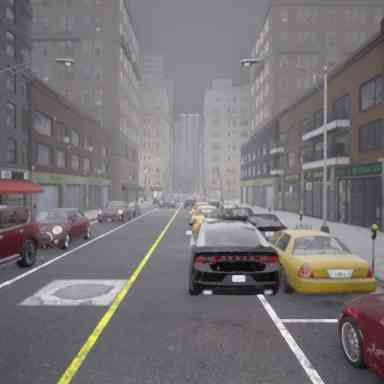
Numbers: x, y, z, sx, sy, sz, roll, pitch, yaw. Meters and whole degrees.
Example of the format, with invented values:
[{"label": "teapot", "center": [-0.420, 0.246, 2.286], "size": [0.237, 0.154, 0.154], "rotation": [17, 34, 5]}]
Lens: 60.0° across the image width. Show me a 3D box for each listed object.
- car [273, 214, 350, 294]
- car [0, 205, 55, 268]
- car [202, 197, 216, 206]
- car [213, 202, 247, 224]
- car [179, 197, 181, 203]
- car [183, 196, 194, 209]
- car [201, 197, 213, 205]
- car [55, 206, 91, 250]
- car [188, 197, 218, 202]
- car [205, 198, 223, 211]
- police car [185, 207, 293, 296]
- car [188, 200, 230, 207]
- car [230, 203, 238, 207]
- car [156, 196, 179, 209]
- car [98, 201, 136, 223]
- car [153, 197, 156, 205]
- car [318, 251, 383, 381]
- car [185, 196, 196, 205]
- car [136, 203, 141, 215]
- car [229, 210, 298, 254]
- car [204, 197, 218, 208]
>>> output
[{"label": "car", "center": [2.824, 1.521, 8.662], "size": [1.752, 1.417, 4.829], "rotation": [-1, 0, 0]}, {"label": "car", "center": [-5.711, 1.310, 8.456], "size": [2.192, 1.841, 5.009], "rotation": [-1, 0, 0]}, {"label": "car", "center": [2.648, 1.521, 53.178], "size": [1.947, 1.339, 4.313], "rotation": [-1, 0, 0]}, {"label": "car", "center": [2.759, 1.535, 25.249], "size": [2.008, 1.369, 4.403], "rotation": [-1, 0, 0]}, {"label": "car", "center": [-3.270, 1.504, 65.308], "size": [1.994, 1.385, 4.181], "rotation": [0, 0, 0]}, {"label": "car", "center": [-0.176, 1.470, 45.613], "size": [1.837, 1.490, 4.892], "rotation": [0, 0, 0]}, {"label": "car", "center": [2.626, 1.530, 58.764], "size": [1.802, 1.307, 4.206], "rotation": [-1, 0, 0]}, {"label": "car", "center": [-5.733, 1.432, 14.042], "size": [1.967, 1.590, 4.097], "rotation": [-1, 0, 0]}, {"label": "car", "center": [0.798, 1.440, 24.901], "size": [1.801, 1.575, 5.366], "rotation": [0, 0, 0]}, {"label": "car", "center": [2.692, 1.520, 42.006], "size": [2.008, 1.369, 4.403], "rotation": [-1, 0, 0]}, {"label": "police car", "center": [0.866, 1.421, 8.820], "size": [1.930, 1.638, 5.238], "rotation": [0, 0, 0]}, {"label": "car", "center": [0.824, 1.444, 18.900], "size": [1.801, 1.575, 5.366], "rotation": [0, 0, 0]}, {"label": "car", "center": [2.781, 1.554, 19.663], "size": [1.947, 1.339, 4.313], "rotation": [-1, 0, 0]}, {"label": "car", "center": [-3.268, 1.318, 44.617], "size": [2.097, 1.767, 4.553], "rotation": [0, 0, 0]}, {"label": "car", "center": [-5.780, 1.424, 25.213], "size": [1.967, 1.590, 4.097], "rotation": [-1, 0, 0]}, {"label": "car", "center": [-5.919, 1.492, 58.727], "size": [1.887, 1.381, 4.507], "rotation": [-1, 0, 0]}, {"label": "car", "center": [2.848, 1.580, 2.905], "size": [1.802, 1.307, 4.206], "rotation": [-1, 0, 0]}, {"label": "car", "center": [-0.246, 1.425, 59.355], "size": [1.882, 1.535, 5.008], "rotation": [0, 0, 0]}, {"label": "car", "center": [-5.802, 1.562, 30.799], "size": [1.802, 1.307, 4.206], "rotation": [-1, 0, 0]}, {"label": "car", "center": [2.803, 1.558, 14.077], "size": [1.947, 1.339, 4.313], "rotation": [-1, 0, 0]}, {"label": "car", "center": [2.669, 1.487, 47.762], "size": [1.752, 1.417, 4.829], "rotation": [-1, 0, 0]}]
